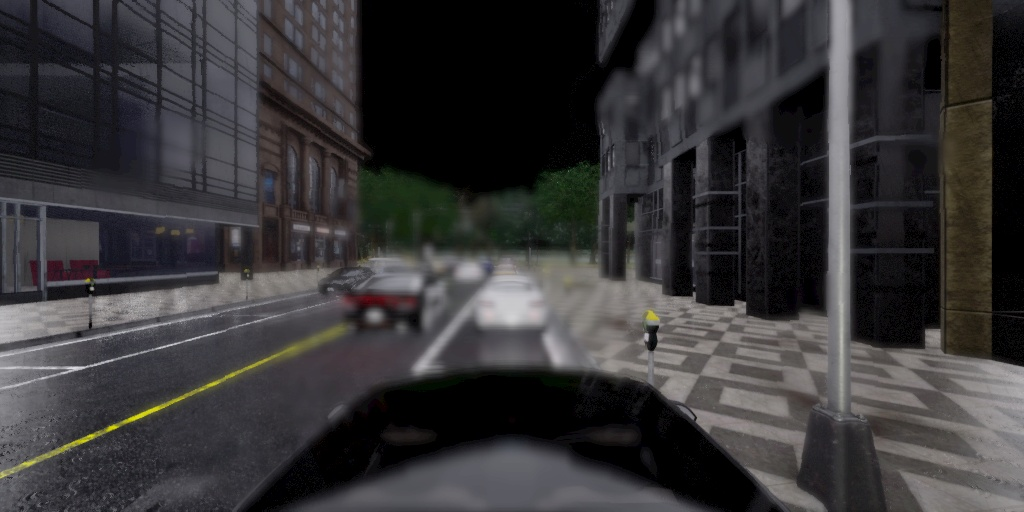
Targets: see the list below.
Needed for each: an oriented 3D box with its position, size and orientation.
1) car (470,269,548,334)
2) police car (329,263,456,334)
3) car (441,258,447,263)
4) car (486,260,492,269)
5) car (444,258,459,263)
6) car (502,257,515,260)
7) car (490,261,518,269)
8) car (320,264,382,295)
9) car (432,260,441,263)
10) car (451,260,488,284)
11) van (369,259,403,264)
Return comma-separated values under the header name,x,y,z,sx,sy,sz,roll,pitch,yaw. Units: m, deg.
name,x,y,z,sx,sy,sz,roll,pitch,yaw
car,0.003,1.276,10.500,1.812,1.442,4.674,0,0,0
police car,-3.147,1.175,10.805,1.930,1.638,5.238,0,0,0
car,-8.908,1.284,41.566,1.751,1.417,4.829,0,0,0
car,-3.072,1.237,42.014,1.882,1.535,5.008,0,0,0
car,-6.217,1.265,41.620,1.837,1.490,4.892,0,-1,0
car,-0.383,1.196,36.298,1.967,1.591,4.097,0,0,0
car,-0.383,1.278,25.593,1.751,1.417,4.829,0,0,0
car,-8.908,1.317,19.986,1.948,1.339,4.313,0,0,0
car,-8.908,1.322,36.298,1.948,1.339,4.313,0,0,0
car,-3.072,1.279,26.761,1.812,1.442,4.674,0,0,0
van,-8.908,1.093,25.423,1.690,1.789,3.998,0,0,0
